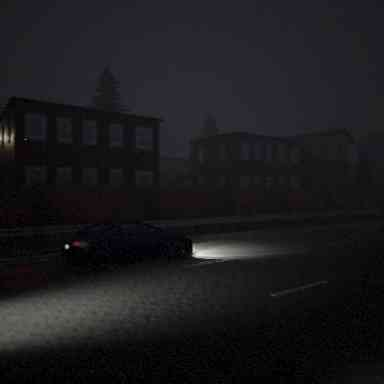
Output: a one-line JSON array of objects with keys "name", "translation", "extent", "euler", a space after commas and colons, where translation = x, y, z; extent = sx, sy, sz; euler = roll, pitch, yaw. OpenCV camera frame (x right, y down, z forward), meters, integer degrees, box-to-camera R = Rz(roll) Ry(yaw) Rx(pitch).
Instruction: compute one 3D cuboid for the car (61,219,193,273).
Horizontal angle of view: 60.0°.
[{"name": "car", "translation": [-2.031, 1.578, 10.899], "extent": [4.181, 1.385, 1.994], "euler": [0, 0, -36]}]
